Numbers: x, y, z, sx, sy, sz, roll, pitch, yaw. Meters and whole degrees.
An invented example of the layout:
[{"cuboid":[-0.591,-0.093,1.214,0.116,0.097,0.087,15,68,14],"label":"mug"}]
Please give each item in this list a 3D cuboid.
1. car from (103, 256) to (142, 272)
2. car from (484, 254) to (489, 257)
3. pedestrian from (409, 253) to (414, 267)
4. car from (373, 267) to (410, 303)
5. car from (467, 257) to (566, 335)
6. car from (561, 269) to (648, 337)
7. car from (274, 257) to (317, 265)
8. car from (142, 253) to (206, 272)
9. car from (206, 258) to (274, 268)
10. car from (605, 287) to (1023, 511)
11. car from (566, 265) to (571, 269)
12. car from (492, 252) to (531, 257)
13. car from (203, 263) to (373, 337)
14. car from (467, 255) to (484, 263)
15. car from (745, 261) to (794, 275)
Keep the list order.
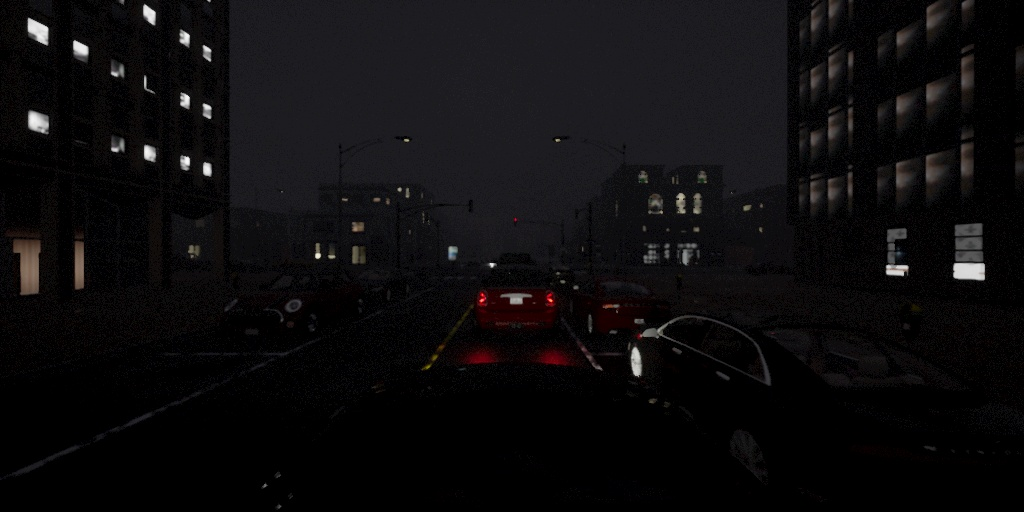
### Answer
[{"cuboid":[-36.482,0.830,33.776,4.403,1.370,2.007,0,0,1],"label":"car"},{"cuboid":[-5.679,0.722,64.644,2.007,1.370,4.403,0,0,0],"label":"car"},{"cuboid":[-12.544,0.483,44.726,0.375,1.860,0.375,0,0,1],"label":"pedestrian"},{"cuboid":[-5.687,1.173,15.525,2.007,1.370,4.403,0,0,0],"label":"car"},{"cuboid":[0.102,1.023,10.352,2.097,1.767,4.553,0,1,0],"label":"car"},{"cuboid":[2.692,1.220,9.814,1.888,1.381,4.507,0,0,0],"label":"car"},{"cuboid":[-25.447,0.821,41.986,4.829,1.417,1.751,0,0,1],"label":"car"},{"cuboid":[-30.946,0.618,33.690,5.009,1.841,2.192,0,0,1],"label":"car"},{"cuboid":[-25.409,0.879,33.604,4.403,1.370,2.007,0,0,1],"label":"car"},{"cuboid":[2.692,1.278,4.123,2.007,1.370,4.403,0,0,0],"label":"car"},{"cuboid":[2.695,1.121,21.198,2.007,1.370,4.403,0,0,0],"label":"car"},{"cuboid":[0.124,0.798,20.505,2.150,2.045,5.566,0,1,-1],"label":"car"},{"cuboid":[-5.688,1.115,9.833,1.967,1.591,4.097,0,0,0],"label":"car"},{"cuboid":[-5.681,0.854,53.601,1.802,1.307,4.207,0,0,0],"label":"car"},{"cuboid":[23.648,1.144,32.808,4.207,1.307,1.802,0,0,1],"label":"car"}]
